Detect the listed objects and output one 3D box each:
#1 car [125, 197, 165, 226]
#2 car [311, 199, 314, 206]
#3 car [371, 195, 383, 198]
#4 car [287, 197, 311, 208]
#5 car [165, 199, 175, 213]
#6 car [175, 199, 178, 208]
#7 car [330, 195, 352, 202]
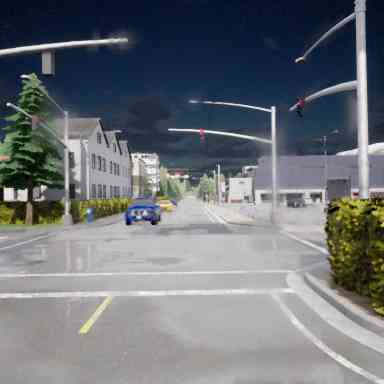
[{"bbox_3d":[-3.647,1.436,25.814,2.150,2.045,5.566,-1,0,1],"label":"car"},{"bbox_3d":[19.059,1.573,56.231,1.970,1.475,3.806,-1,-1,0],"label":"car"},{"bbox_3d":[19.112,1.183,31.306,1.905,1.878,3.866,-1,-1,0],"label":"car"},{"bbox_3d":[15.416,1.629,49.172,2.007,1.523,4.514,-1,-1,0],"label":"car"},{"bbox_3d":[-3.600,1.860,43.718,1.882,1.535,5.008,-1,0,0],"label":"car"},{"bbox_3d":[-3.503,1.997,60.571,2.033,1.411,5.357,-1,-1,0],"label":"car"},{"bbox_3d":[25.474,1.398,56.573,2.152,1.636,5.027,-1,-1,0],"label":"car"}]
